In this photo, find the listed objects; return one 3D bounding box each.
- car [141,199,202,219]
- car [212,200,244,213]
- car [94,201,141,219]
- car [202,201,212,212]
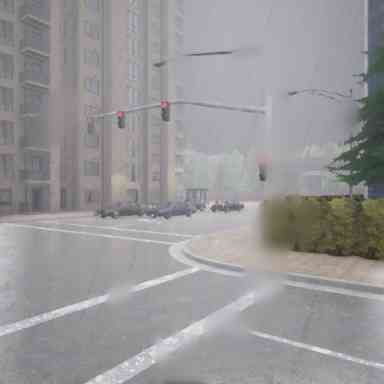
[{"bbox_3d":[-1.680,1.547,29.459,2.033,1.411,5.357,0,0,36],"label":"car"},{"bbox_3d":[3.974,1.600,37.201,1.895,1.301,4.718,0,0,36],"label":"car"},{"bbox_3d":[-6.016,1.546,29.452,2.033,1.411,5.357,0,0,36],"label":"car"},{"bbox_3d":[-0.325,1.491,37.250,2.128,1.511,4.902,0,0,36],"label":"car"}]
